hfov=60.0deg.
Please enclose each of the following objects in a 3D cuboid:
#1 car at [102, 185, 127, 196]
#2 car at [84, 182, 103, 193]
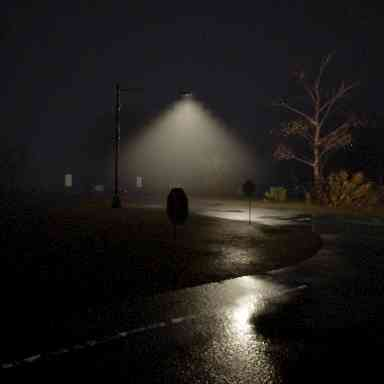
[{"bbox_3d":[-11.860,-0.106,51.707,1.895,1.301,4.718,0,2,-36],"label":"car"},{"bbox_3d":[-17.673,-0.808,59.834,2.150,2.045,5.566,0,2,-36],"label":"car"}]
